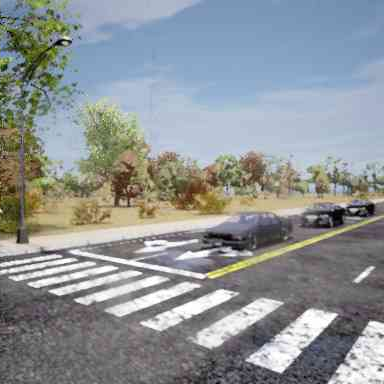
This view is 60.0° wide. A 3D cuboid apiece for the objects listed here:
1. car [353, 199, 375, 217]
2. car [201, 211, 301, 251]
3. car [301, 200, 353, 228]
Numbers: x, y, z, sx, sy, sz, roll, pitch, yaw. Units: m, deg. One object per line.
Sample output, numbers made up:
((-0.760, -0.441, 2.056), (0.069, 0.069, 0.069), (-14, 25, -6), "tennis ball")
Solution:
((15.287, 1.420, 30.283), (2.128, 1.511, 4.902), (-1, 0, 39), "car")
((2.638, 1.548, 14.456), (2.033, 1.411, 5.357), (-1, 0, 39), "car")
((8.776, 1.457, 22.143), (2.128, 1.511, 4.902), (-1, 0, 39), "car")
